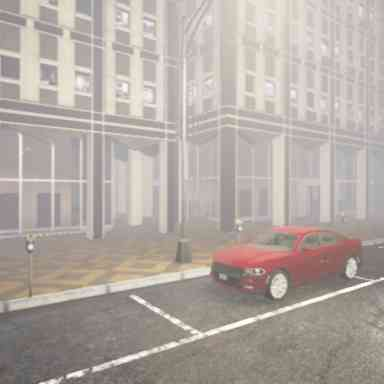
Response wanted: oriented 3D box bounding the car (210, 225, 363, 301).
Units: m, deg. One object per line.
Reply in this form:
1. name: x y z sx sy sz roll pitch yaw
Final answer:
1. car: 2.493 1.549 8.336 4.507 1.381 1.887 0 0 -35
